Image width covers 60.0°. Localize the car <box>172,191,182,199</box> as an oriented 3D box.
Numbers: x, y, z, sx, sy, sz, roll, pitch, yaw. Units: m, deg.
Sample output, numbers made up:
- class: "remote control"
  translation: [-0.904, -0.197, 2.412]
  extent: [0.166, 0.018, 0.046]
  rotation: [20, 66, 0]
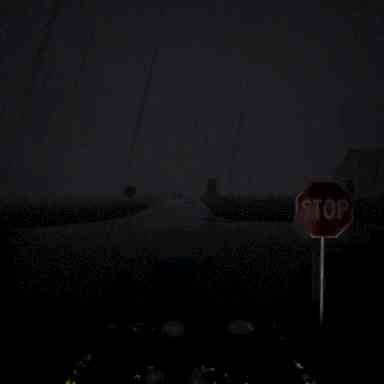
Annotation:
- class: "car"
  translation: [-2.935, 0.564, 66.170]
  extent: [2.033, 1.411, 5.357]
  rotation: [0, 1, 0]
